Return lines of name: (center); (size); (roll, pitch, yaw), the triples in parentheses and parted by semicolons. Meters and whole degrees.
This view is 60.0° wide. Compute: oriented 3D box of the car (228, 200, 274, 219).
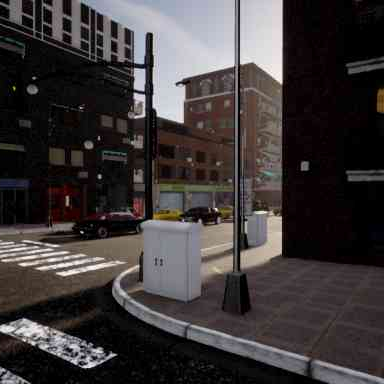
car: (6.396, 1.866, 35.473); (2.150, 2.045, 5.566); (0, -1, 35)

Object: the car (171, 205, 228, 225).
car: (0.717, 1.962, 27.324); (1.837, 1.490, 4.892); (0, -1, 35)

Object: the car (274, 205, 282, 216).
car: (12.518, 2.394, 44.189); (2.033, 1.411, 5.357); (0, -1, 35)

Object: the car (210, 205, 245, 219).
car: (3.979, 2.153, 36.565); (1.752, 1.417, 4.829); (-1, -2, 35)

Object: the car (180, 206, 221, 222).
car: (0.918, 2.092, 32.172); (1.947, 1.339, 4.313); (-1, -2, 35)

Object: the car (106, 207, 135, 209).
car: (-5.397, 1.758, 23.112); (1.967, 1.590, 4.097); (-1, -2, 35)

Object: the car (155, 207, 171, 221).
car: (-2.337, 1.944, 27.501); (1.752, 1.417, 4.829); (-1, -2, 35)

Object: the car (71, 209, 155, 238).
car: (-4.645, 1.881, 19.634); (1.895, 1.301, 4.718); (0, -1, 35)
